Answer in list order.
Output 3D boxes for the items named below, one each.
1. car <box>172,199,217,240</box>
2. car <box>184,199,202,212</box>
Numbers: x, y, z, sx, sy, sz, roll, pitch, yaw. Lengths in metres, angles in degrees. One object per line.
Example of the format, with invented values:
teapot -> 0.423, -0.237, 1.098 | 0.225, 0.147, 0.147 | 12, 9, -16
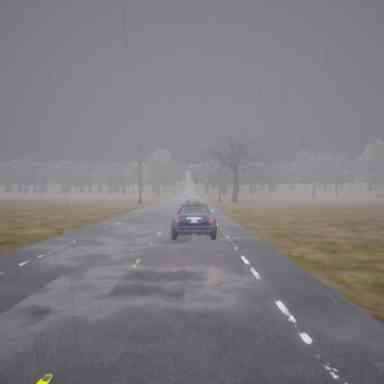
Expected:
car -> 0.099, 1.331, 17.132 | 2.097, 1.767, 4.553 | 0, 0, 0
car -> 0.097, 1.510, 38.582 | 1.994, 1.385, 4.181 | 0, 0, 0
